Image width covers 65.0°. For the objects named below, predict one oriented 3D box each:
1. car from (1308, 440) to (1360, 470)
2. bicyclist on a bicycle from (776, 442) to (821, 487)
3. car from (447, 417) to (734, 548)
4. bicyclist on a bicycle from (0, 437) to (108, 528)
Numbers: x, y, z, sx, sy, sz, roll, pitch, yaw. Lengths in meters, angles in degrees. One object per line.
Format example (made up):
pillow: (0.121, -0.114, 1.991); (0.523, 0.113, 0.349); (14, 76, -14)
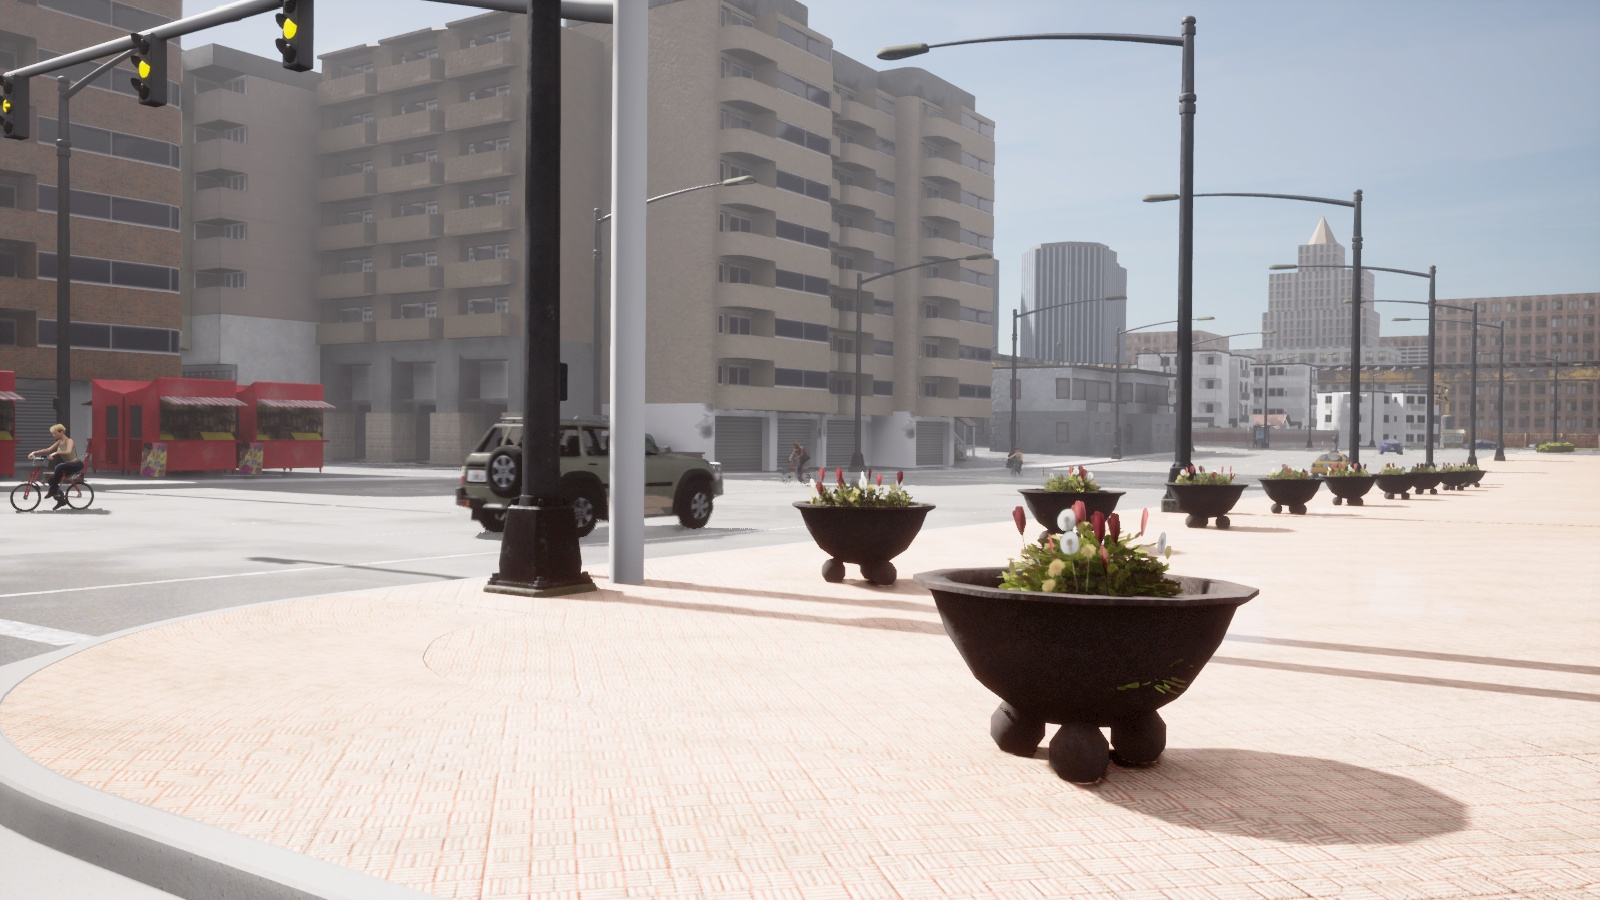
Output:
car: (30.706, 0.258, 72.105); (1.801, 1.575, 5.366); (0, 1, 33)
bicyclist on a bicycle: (-0.051, 0.514, 45.528); (1.656, 1.620, 0.582); (-1, 0, -43)
car: (-3.204, 0.443, 20.190); (1.932, 1.855, 4.605); (0, 0, 33)
bicyclist on a bicycle: (-13.787, 0.576, 23.194); (0.866, 1.612, 1.509); (0, 0, 33)
